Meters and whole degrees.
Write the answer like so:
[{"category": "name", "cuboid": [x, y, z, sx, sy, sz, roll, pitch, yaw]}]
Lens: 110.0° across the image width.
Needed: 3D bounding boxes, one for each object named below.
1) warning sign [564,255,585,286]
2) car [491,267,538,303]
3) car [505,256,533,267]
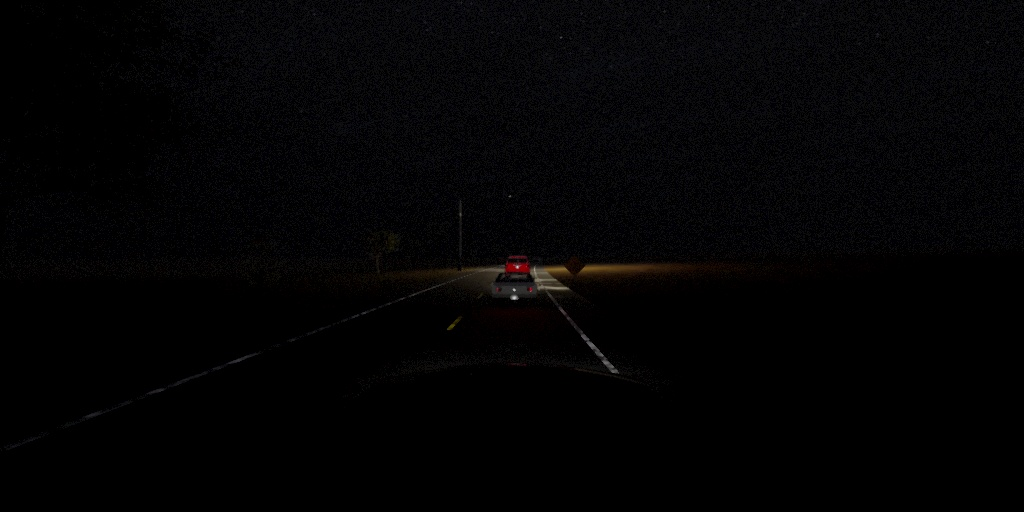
[{"category": "warning sign", "cuboid": [3.795, 0.864, 21.749, 1.300, 1.860, 1.060, 0, 0, 1]}, {"category": "car", "cuboid": [0.134, 1.366, 16.492, 1.895, 1.301, 4.718, 0, 0, 1]}, {"category": "car", "cuboid": [0.536, 1.006, 31.455, 2.150, 2.045, 5.566, 0, 0, 2]}]
